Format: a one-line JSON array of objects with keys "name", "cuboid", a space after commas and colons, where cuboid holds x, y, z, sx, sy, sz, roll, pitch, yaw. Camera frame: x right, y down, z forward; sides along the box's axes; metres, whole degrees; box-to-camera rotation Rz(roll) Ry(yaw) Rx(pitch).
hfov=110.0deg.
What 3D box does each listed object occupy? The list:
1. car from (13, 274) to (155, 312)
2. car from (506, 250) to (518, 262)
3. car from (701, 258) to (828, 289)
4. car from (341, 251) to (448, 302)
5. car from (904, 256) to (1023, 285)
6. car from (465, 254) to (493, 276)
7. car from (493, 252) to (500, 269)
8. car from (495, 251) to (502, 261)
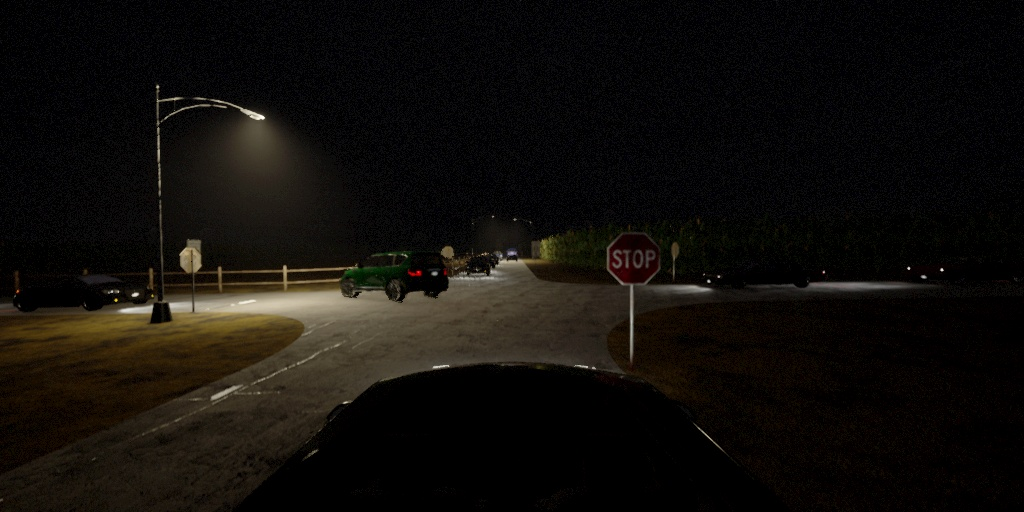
[{"name": "car", "cuboid": [-17.611, 1.461, 14.876, 4.181, 1.385, 1.994, -1, 1, 0]}, {"name": "car", "cuboid": [0.020, 0.192, 61.908, 2.128, 1.511, 4.902, 0, 1, 0]}, {"name": "car", "cuboid": [12.551, 0.833, 17.992, 5.357, 1.411, 2.033, -1, 1, 1]}, {"name": "car", "cuboid": [-5.320, 0.859, 16.003, 5.566, 2.045, 2.150, -1, -1, 35]}, {"name": "car", "cuboid": [22.856, 0.693, 18.005, 4.718, 1.301, 1.895, -1, 1, 0]}, {"name": "car", "cuboid": [-2.789, 0.827, 30.479, 1.837, 1.490, 4.892, 0, 1, -2]}, {"name": "car", "cuboid": [-2.832, 0.628, 40.670, 2.128, 1.511, 4.902, 0, 1, 1]}, {"name": "car", "cuboid": [-2.817, 0.469, 50.573, 1.812, 1.442, 4.674, 0, 1, 0]}]
